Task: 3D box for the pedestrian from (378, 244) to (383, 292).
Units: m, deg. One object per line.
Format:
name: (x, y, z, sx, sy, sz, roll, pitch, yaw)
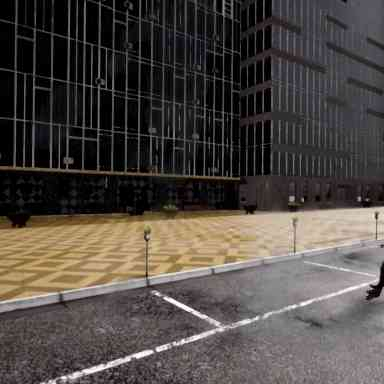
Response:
pedestrian: (4.346, 1.292, 7.151, 0.375, 1.860, 0.375, 1, 0, -38)
